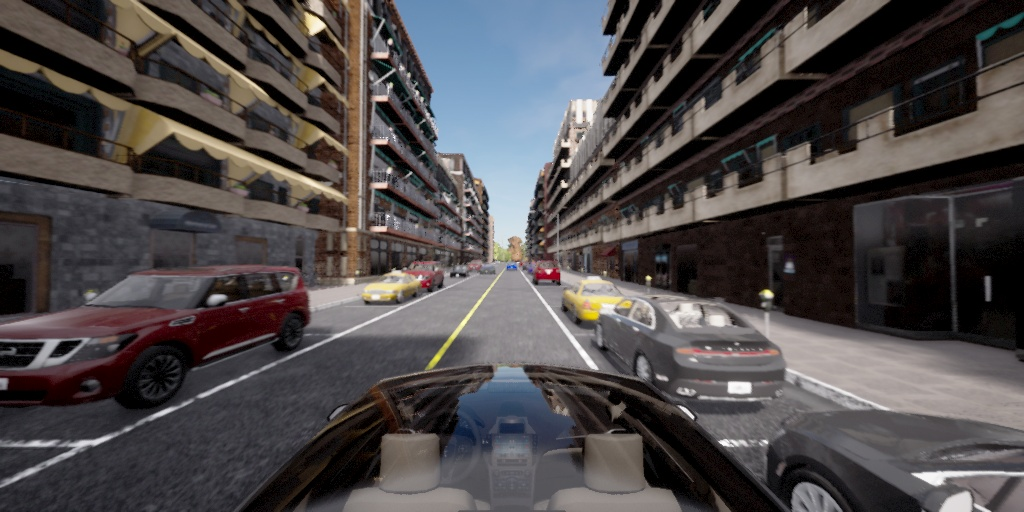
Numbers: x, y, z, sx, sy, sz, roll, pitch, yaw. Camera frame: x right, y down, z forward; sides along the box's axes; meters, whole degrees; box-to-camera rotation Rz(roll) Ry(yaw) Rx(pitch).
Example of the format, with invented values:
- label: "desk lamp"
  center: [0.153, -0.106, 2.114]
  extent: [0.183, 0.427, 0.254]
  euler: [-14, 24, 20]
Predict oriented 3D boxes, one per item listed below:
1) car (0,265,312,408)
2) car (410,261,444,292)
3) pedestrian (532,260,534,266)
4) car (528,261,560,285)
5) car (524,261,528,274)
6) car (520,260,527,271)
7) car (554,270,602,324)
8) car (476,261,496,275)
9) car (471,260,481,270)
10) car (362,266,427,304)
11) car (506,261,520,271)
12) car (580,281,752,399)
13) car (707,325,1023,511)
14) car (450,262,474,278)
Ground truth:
- label: "car"
  center: [-5.692, 1.109, 6.454]
  extent: [2.192, 1.841, 5.009]
  euler: [0, 0, 0]
- label: "car"
  center: [-5.697, 1.261, 23.157]
  extent: [2.192, 1.841, 5.009]
  euler: [0, 0, 0]
- label: "pedestrian"
  center: [2.985, 1.498, 50.957]
  extent: [0.375, 1.860, 0.375]
  euler: [1, -1, -3]
- label: "car"
  center: [2.683, 1.311, 28.693]
  extent: [2.192, 1.841, 5.009]
  euler: [0, 0, 0]
- label: "car"
  center: [2.986, 1.703, 48.105]
  extent: [1.812, 1.442, 4.674]
  euler: [0, -1, 0]
- label: "car"
  center: [2.673, 1.874, 62.099]
  extent: [1.948, 1.339, 4.313]
  euler: [0, 0, 0]
- label: "car"
  center: [2.687, 1.368, 12.160]
  extent: [1.751, 1.417, 4.829]
  euler: [0, 0, 0]
- label: "car"
  center: [-3.088, 1.724, 46.193]
  extent: [1.994, 1.385, 4.181]
  euler: [0, -1, 0]
- label: "car"
  center: [-5.706, 1.573, 56.562]
  extent: [2.192, 1.841, 5.009]
  euler: [0, 0, 0]
- label: "car"
  center: [-5.696, 1.421, 17.419]
  extent: [1.751, 1.417, 4.829]
  euler: [0, 0, 0]
- label: "car"
  center: [-0.018, 1.785, 61.740]
  extent: [1.882, 1.535, 5.008]
  euler: [0, -1, 0]
- label: "car"
  center: [2.689, 1.343, 6.423]
  extent: [2.007, 1.370, 4.403]
  euler: [0, 0, 0]
- label: "car"
  center: [2.690, 1.292, 0.856]
  extent: [2.007, 1.370, 4.403]
  euler: [0, 0, 0]
- label: "car"
  center: [-5.701, 1.668, 39.860]
  extent: [1.948, 1.339, 4.313]
  euler: [0, 0, 0]
